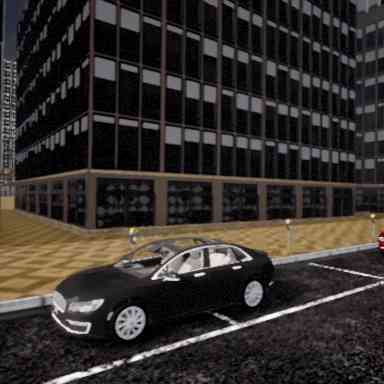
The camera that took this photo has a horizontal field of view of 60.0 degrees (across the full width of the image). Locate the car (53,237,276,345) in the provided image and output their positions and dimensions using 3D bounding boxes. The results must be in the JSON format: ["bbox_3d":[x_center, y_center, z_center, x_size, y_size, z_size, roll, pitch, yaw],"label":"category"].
[{"bbox_3d":[-0.285,1.587,6.350,4.403,1.369,2.008,1,0,-35],"label":"car"}]

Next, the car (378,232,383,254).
[{"bbox_3d":[8.987,1.704,12.955,4.507,1.381,1.887,1,0,-35],"label":"car"}]
